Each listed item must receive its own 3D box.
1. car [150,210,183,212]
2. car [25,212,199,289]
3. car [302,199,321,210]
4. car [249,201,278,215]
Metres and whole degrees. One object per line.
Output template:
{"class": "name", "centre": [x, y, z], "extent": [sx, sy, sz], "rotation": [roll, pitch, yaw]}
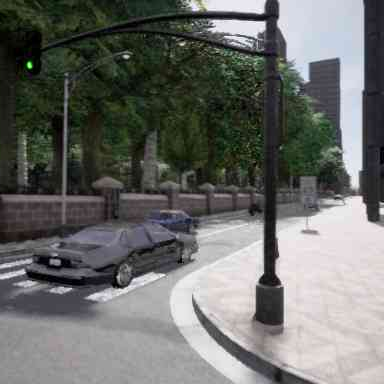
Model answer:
{"class": "car", "centre": [-1.436, 1.580, 16.561], "extent": [1.895, 1.301, 4.718], "rotation": [0, 0, 27]}
{"class": "car", "centre": [-1.715, 1.503, 9.129], "extent": [2.033, 1.411, 5.357], "rotation": [0, 0, 27]}
{"class": "car", "centre": [15.664, 1.596, 43.553], "extent": [1.812, 1.442, 4.674], "rotation": [0, 0, 27]}
{"class": "car", "centre": [7.418, 1.584, 34.087], "extent": [2.033, 1.411, 5.357], "rotation": [0, 0, 27]}
